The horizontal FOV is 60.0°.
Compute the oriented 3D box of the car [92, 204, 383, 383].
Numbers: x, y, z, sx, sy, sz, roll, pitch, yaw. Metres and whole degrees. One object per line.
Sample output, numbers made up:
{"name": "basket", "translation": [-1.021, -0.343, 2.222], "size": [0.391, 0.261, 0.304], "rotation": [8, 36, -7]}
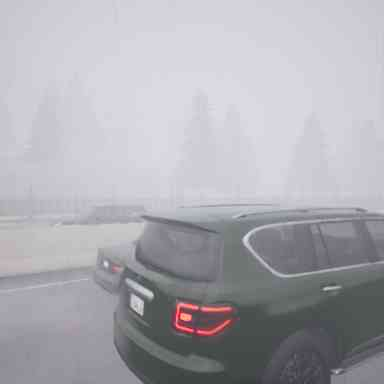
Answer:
{"name": "car", "translation": [1.714, 1.193, 4.736], "size": [5.566, 2.045, 2.150], "rotation": [0, 0, -33]}

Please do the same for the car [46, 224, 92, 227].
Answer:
{"name": "car", "translation": [-3.766, 1.276, 13.822], "size": [4.553, 1.767, 2.097], "rotation": [0, 0, -32]}

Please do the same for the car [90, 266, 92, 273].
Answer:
{"name": "car", "translation": [0.393, 1.501, 8.051], "size": [5.357, 1.411, 2.033], "rotation": [0, 0, -32]}
